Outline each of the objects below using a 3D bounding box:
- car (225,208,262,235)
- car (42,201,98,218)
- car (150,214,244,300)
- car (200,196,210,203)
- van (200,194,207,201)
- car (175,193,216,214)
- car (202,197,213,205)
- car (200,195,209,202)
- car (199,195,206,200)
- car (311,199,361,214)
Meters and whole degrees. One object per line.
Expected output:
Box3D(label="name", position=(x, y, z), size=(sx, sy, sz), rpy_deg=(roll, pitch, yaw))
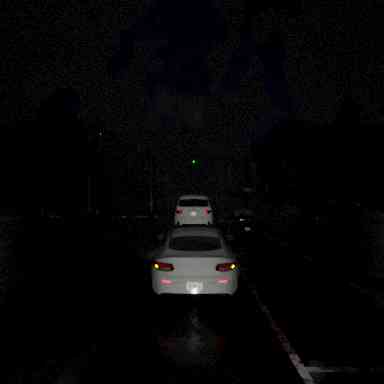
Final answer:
Box3D(label="car", position=(2.678, 1.546, 18.232), size=(2.008, 1.369, 4.403), rpy_deg=(-1, 0, 0))
Box3D(label="car", position=(-11.044, 1.593, 30.226), size=(4.902, 1.511, 2.128), rpy_deg=(0, 1, 0))
Box3D(label="car", position=(0.082, 1.523, 8.290), size=(1.812, 1.442, 4.674), rpy_deg=(0, 0, 1))
Box3D(label="car", position=(2.851, 1.555, 72.807), size=(1.887, 1.381, 4.507), rpy_deg=(-1, 0, 0))
Box3D(label="van", position=(2.881, 1.356, 83.872), size=(1.690, 1.788, 3.998), rpy_deg=(-1, 0, 0))
Box3D(label="car", position=(0.123, 1.218, 20.446), size=(2.150, 2.045, 5.566), rpy_deg=(0, 0, 1))
Box3D(label="car", position=(2.816, 1.588, 61.742), size=(1.802, 1.307, 4.206), rpy_deg=(-1, 0, 0))
Box3D(label="car", position=(2.866, 1.453, 78.340), size=(1.967, 1.590, 4.097), rpy_deg=(-1, 0, 0))
Box3D(label="car", position=(2.921, 1.570, 94.937), size=(2.008, 1.369, 4.403), rpy_deg=(-1, 0, 0))
Box3D(label="car", position=(14.259, 1.405, 33.093), size=(4.674, 1.442, 1.812), rpy_deg=(0, 1, -2))
